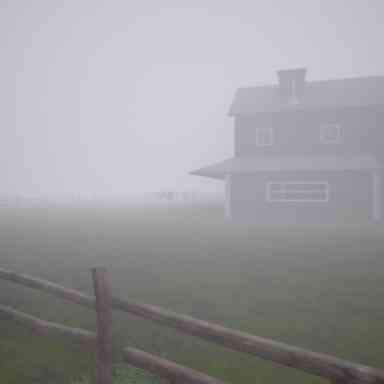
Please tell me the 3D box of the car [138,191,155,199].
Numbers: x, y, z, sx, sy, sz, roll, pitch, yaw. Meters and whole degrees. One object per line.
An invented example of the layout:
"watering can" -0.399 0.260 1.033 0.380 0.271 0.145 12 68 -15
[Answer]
"car" -8.090 0.652 64.269 1.882 1.535 5.008 0 1 43
